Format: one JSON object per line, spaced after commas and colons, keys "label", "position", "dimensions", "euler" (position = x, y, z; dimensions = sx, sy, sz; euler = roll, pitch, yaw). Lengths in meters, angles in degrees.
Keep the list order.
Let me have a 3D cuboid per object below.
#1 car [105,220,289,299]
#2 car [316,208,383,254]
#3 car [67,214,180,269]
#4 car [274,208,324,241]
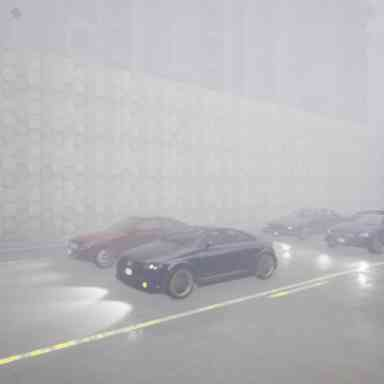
{"label": "car", "position": [0.236, 1.555, 8.448], "dimensions": [4.181, 1.385, 1.994], "euler": [0, 0, -35]}
{"label": "car", "position": [7.360, 1.500, 13.519], "dimensions": [4.674, 1.442, 1.812], "euler": [0, 0, -35]}
{"label": "car", "position": [-1.770, 1.516, 11.317], "dimensions": [4.674, 1.442, 1.812], "euler": [0, 0, -35]}
{"label": "car", "position": [6.032, 1.520, 16.870], "dimensions": [5.357, 1.411, 2.033], "euler": [0, 0, -35]}
